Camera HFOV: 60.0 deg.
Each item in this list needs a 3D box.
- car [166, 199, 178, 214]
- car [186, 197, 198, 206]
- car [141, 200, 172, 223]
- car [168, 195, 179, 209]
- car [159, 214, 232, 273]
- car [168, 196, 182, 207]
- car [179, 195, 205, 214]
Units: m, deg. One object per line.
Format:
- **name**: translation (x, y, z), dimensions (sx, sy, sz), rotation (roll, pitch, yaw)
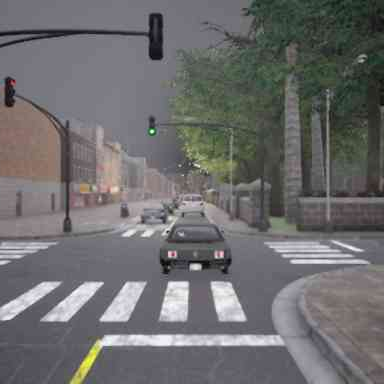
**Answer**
- **car**: translation (-2.858, 1.687, 35.446), dimensions (1.895, 1.301, 4.718), rotation (0, 0, 0)
- **car**: translation (-0.005, 1.642, 58.389), dimensions (2.128, 1.511, 4.902), rotation (0, 0, 0)
- **car**: translation (-2.859, 1.589, 26.270), dimensions (1.812, 1.442, 4.674), rotation (0, 0, 0)
- **car**: translation (-2.827, 1.589, 45.559), dimensions (1.882, 1.535, 5.008), rotation (0, 0, 1)
- **car**: translation (0.094, 1.626, 10.696), dimensions (1.895, 1.301, 4.718), rotation (0, 0, 0)
- **car**: translation (-2.776, 1.491, 55.694), dimensions (2.097, 1.767, 4.553), rotation (0, 0, 0)
- **car**: translation (0.084, 1.303, 33.360), dimensions (2.150, 2.045, 5.566), rotation (0, 0, 0)
